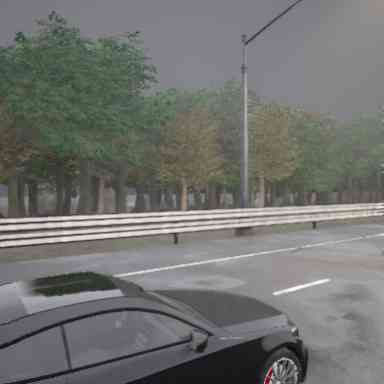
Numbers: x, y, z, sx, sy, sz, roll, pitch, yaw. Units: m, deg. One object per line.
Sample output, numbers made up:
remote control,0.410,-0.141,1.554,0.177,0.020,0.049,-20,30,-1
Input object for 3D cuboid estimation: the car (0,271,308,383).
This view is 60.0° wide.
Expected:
car,-0.910,1.525,3.096,4.674,1.442,1.812,0,0,-35
